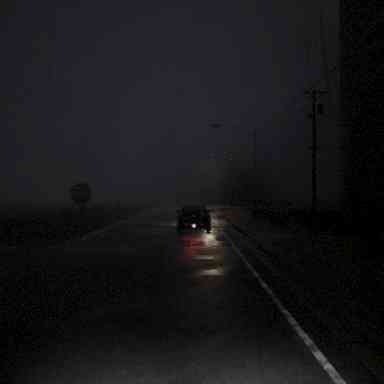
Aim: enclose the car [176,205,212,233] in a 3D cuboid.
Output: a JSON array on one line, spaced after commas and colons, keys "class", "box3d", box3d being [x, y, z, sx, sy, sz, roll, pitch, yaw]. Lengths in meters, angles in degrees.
[{"class": "car", "box3d": [0.108, 1.524, 19.887, 1.837, 1.490, 4.892, 0, 0, 0]}]
